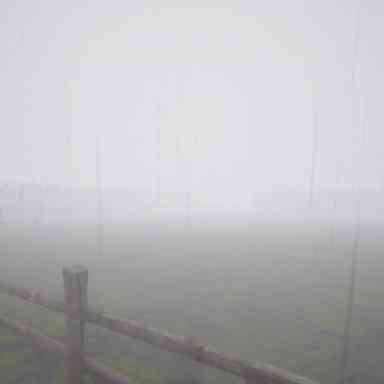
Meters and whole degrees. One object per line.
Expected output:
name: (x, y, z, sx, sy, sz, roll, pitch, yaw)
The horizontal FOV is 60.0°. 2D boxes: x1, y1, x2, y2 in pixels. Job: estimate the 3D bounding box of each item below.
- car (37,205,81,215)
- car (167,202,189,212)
car: (-15.838, 2.203, 39.727, 1.895, 1.301, 4.718, -1, -2, 36)
car: (-2.497, 2.473, 57.987, 2.097, 1.767, 4.553, -1, -2, 36)
